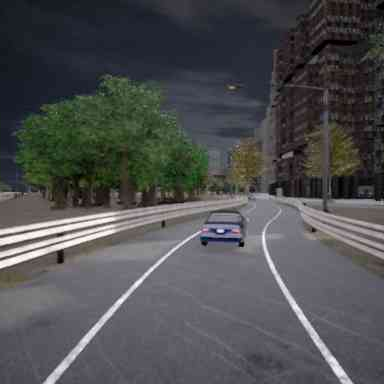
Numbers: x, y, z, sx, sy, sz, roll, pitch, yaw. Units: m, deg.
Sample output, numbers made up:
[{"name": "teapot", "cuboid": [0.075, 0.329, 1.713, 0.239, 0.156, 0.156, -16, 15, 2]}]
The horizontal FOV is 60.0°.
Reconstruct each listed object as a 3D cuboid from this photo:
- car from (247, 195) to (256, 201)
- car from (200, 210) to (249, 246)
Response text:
[{"name": "car", "cuboid": [14.905, 1.507, 83.880, 2.033, 1.411, 5.357, 0, 0, -1]}, {"name": "car", "cuboid": [1.591, 1.554, 15.334, 2.033, 1.411, 5.357, 0, 0, 11]}]
